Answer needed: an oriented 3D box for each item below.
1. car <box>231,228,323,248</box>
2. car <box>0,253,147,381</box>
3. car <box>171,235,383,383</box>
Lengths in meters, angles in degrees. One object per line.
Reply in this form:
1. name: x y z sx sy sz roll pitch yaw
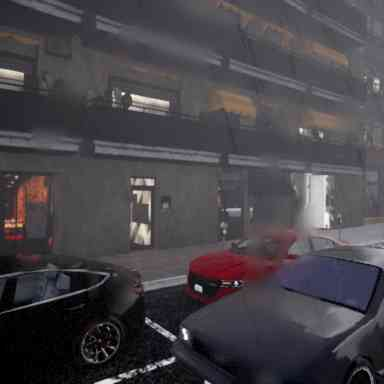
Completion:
1. car: 1.953 1.545 7.485 4.507 1.381 1.887 0 1 -36
2. car: -2.663 1.566 4.191 4.313 1.339 1.947 0 1 -36
3. car: 2.381 1.548 4.772 5.357 1.411 2.033 0 0 -36
